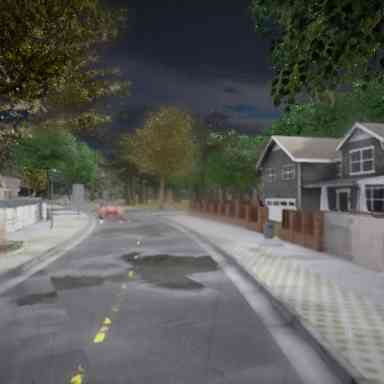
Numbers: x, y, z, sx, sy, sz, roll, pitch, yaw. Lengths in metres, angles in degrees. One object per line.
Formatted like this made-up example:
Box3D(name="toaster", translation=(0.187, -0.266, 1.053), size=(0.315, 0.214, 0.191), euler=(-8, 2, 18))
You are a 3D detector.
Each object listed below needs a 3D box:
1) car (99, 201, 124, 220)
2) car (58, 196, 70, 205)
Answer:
Box3D(name="car", translation=(-7.732, 1.654, 31.727), size=(2.097, 1.767, 4.553), euler=(0, 0, -17))
Box3D(name="car", translation=(-28.932, 1.875, 75.062), size=(2.150, 2.045, 5.566), euler=(1, -1, -28))
